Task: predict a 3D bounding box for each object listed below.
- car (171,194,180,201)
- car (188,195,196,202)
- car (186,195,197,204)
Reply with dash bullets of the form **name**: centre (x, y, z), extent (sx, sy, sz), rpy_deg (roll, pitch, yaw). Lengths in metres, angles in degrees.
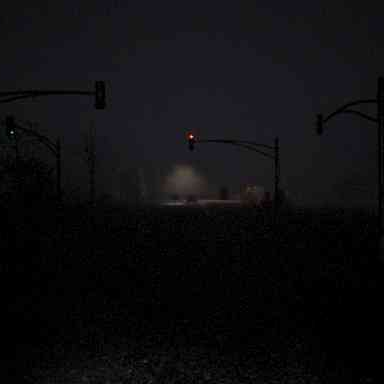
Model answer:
- **car**: centre (-3.564, 1.195, 72.251), extent (1.837, 1.490, 4.892), rpy_deg (0, 0, 0)
- **car**: centre (-0.069, 1.425, 78.085), extent (1.837, 1.490, 4.892), rpy_deg (0, 0, 0)
- **car**: centre (-0.060, 1.424, 68.049), extent (2.097, 1.767, 4.553), rpy_deg (0, 0, 0)
